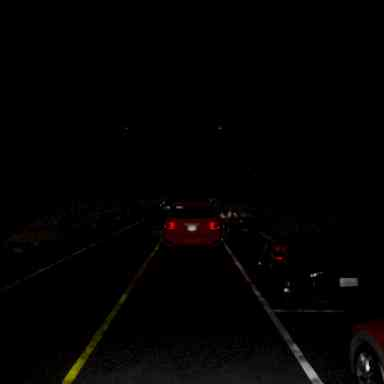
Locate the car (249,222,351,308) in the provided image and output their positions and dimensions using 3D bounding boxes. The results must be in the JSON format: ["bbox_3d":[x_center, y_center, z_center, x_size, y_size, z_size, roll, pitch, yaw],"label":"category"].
[{"bbox_3d":[2.763,1.642,7.919,1.947,1.339,4.313,0,-1,0],"label":"car"}]

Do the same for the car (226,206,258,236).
[{"bbox_3d":[2.764,1.737,19.273,2.008,1.369,4.403,0,-1,0],"label":"car"}]

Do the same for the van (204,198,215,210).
[{"bbox_3d":[2.768,1.861,53.339,1.690,1.788,3.998,0,-1,0],"label":"van"}]

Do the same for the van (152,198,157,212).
[{"bbox_3d":[-5.758,1.748,41.976,1.690,1.788,3.998,0,-1,0],"label":"van"}]

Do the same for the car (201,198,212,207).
[{"bbox_3d":[2.770,2.074,64.693,1.967,1.590,4.097,0,-1,0],"label":"car"}]

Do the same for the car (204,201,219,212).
[{"bbox_3d":[2.768,2.008,47.660,1.887,1.381,4.507,0,-1,0],"label":"car"}]

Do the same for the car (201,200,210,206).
[{"bbox_3d":[2.771,2.274,70.369,1.802,1.307,4.206,0,-1,0],"label":"car"}]

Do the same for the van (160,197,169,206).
[{"bbox_3d":[-5.755,2.032,70.362,1.690,1.788,3.998,0,-1,0],"label":"van"}]

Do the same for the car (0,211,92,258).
[{"bbox_3d":[-5.762,1.654,13.418,1.752,1.417,4.829,0,-1,0],"label":"car"}]

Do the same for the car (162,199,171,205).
[{"bbox_3d":[-5.754,2.272,75.867,1.752,1.417,4.829,0,-1,0],"label":"car"}]

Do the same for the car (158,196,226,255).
[{"bbox_3d":[0.003,1.352,14.014,2.150,2.045,5.566,0,0,0],"label":"car"}]

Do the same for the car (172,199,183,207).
[{"bbox_3d":[-2.990,2.200,68.894,2.128,1.511,4.902,0,-1,0],"label":"car"}]

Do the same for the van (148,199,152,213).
[{"bbox_3d":[-5.759,1.692,36.299,1.690,1.788,3.998,0,-1,0],"label":"van"}]

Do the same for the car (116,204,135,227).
[{"bbox_3d":[-5.760,1.822,24.942,1.802,1.307,4.206,0,-1,0],"label":"car"}]

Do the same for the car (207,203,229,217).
[{"bbox_3d":[2.766,1.902,36.305,2.008,1.369,4.403,0,-1,0],"label":"car"}]

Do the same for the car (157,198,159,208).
[{"bbox_3d":[-5.756,2.101,53.328,1.802,1.307,4.206,0,-1,0],"label":"car"}]

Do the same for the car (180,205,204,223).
[{"bbox_3d":[0.006,1.882,29.108,1.895,1.301,4.718,0,-1,0],"label":"car"}]

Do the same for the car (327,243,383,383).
[{"bbox_3d":[2.762,1.462,2.242,1.967,1.590,4.097,0,-1,0],"label":"car"}]

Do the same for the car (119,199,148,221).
[{"bbox_3d":[-5.760,1.611,30.622,2.192,1.841,5.009,0,-1,0],"label":"car"}]

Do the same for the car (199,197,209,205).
[{"bbox_3d":[2.771,2.064,76.048,2.192,1.841,5.009,0,-1,0],"label":"car"}]

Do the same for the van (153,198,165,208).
[{"bbox_3d":[-5.756,1.918,59.008,1.690,1.788,3.998,0,-1,0],"label":"van"}]

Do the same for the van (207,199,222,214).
[{"bbox_3d":[2.767,1.748,41.985,1.690,1.788,3.998,0,-1,0],"label":"van"}]

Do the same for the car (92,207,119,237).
[{"bbox_3d":[-5.761,1.767,19.265,1.802,1.307,4.206,0,-1,0],"label":"car"}]
